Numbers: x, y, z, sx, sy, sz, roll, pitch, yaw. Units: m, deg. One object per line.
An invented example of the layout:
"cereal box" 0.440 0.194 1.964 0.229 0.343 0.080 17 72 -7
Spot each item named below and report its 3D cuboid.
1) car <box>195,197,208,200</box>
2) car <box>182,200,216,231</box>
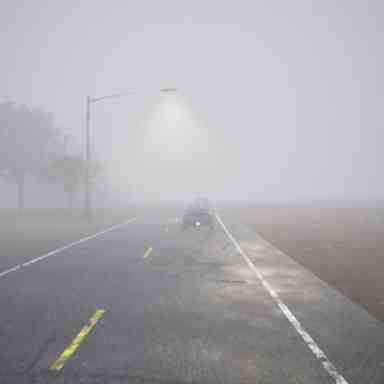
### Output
"car" 1.103 1.357 39.373 2.097 1.767 4.553 0 0 3
"car" 0.406 1.511 20.801 1.837 1.490 4.892 0 0 1
